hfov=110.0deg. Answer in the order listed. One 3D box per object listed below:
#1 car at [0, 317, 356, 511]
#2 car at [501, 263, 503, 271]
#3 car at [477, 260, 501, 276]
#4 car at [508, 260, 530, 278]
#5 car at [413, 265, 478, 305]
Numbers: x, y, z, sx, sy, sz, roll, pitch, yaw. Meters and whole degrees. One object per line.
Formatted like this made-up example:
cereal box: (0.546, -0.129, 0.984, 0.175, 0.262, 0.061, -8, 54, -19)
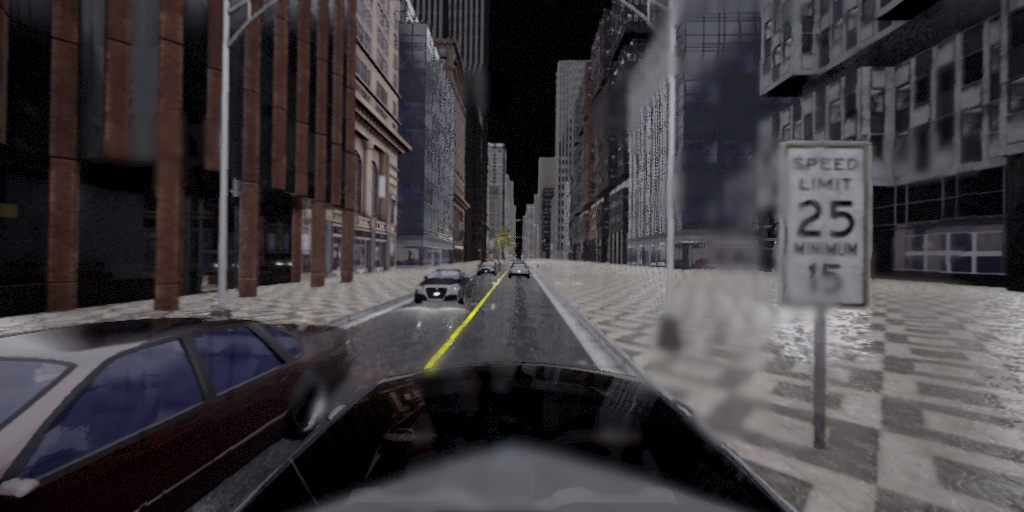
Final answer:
car: (-3.117, 1.256, 2.633, 2.033, 1.411, 5.357, 1, 0, 1)
car: (-2.202, 1.252, 44.611, 1.837, 1.490, 4.892, 1, 0, 1)
car: (-2.380, 1.207, 35.915, 1.837, 1.490, 4.892, 1, 0, 1)
car: (0.646, 1.304, 33.319, 1.994, 1.385, 4.181, 1, 0, 1)
car: (-2.860, 1.269, 15.751, 1.994, 1.385, 4.181, 1, 0, 1)
